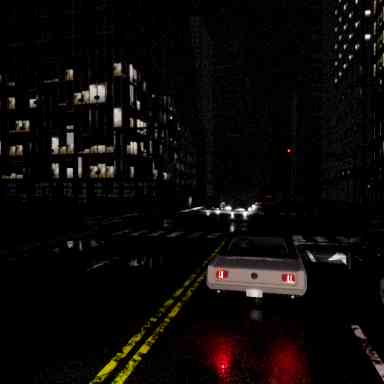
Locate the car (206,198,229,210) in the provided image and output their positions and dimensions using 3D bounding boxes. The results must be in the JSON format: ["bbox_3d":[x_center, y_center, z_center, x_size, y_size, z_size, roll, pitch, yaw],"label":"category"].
[{"bbox_3d":[3.151,1.524,43.182,2.033,1.411,5.357,0,0,13],"label":"car"}]

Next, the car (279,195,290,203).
[{"bbox_3d":[19.520,1.474,69.640,2.033,1.411,5.357,0,0,13],"label":"car"}]

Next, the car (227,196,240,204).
[{"bbox_3d":[7.923,1.460,63.175,1.837,1.490,4.892,0,0,14],"label":"car"}]

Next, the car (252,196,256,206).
[{"bbox_3d":[8.043,1.460,49.739,2.128,1.511,4.902,0,0,13],"label":"car"}]

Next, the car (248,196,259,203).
[{"bbox_3d":[12.863,1.485,69.737,2.033,1.411,5.357,0,0,13],"label":"car"}]

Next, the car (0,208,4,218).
[{"bbox_3d":[-17.310,1.434,26.693,4.313,1.339,1.947,1,1,14],"label":"car"}]

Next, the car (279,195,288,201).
[{"bbox_3d":[21.920,1.355,79.808,1.895,1.301,4.718,0,0,13],"label":"car"}]

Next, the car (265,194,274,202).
[{"bbox_3d":[16.459,1.530,70.823,1.895,1.301,4.718,0,0,13],"label":"car"}]

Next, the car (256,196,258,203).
[{"bbox_3d":[10.386,1.559,59.544,1.895,1.301,4.718,0,0,14],"label":"car"}]

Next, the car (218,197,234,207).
[{"bbox_3d":[5.485,1.567,53.048,1.895,1.301,4.718,0,0,13],"label":"car"}]

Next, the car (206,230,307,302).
[{"bbox_3d":[1.709,1.597,8.353,1.895,1.301,4.718,0,0,14],"label":"car"}]

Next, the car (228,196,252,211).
[{"bbox_3d":[5.918,1.503,40.739,1.812,1.442,4.674,0,0,13],"label":"car"}]

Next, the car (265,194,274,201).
[{"bbox_3d":[18.750,1.286,80.526,2.128,1.511,4.902,0,0,13],"label":"car"}]

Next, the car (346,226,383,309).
[{"bbox_3d":[4.838,1.501,7.449,1.837,1.490,4.892,0,0,13],"label":"car"}]
